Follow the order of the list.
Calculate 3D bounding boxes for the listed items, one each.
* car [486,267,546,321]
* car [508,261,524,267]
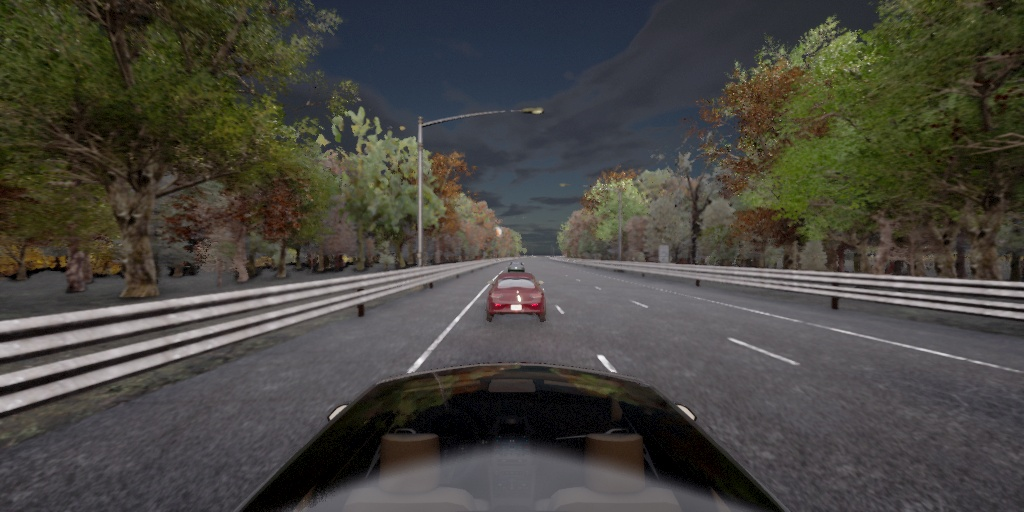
[{"bbox_3d":[0.133,1.276,12.345,1.812,1.442,4.674,0,0,0],"label":"car"},{"bbox_3d":[0.501,1.313,42.534,1.994,1.385,4.181,0,0,1],"label":"car"}]
